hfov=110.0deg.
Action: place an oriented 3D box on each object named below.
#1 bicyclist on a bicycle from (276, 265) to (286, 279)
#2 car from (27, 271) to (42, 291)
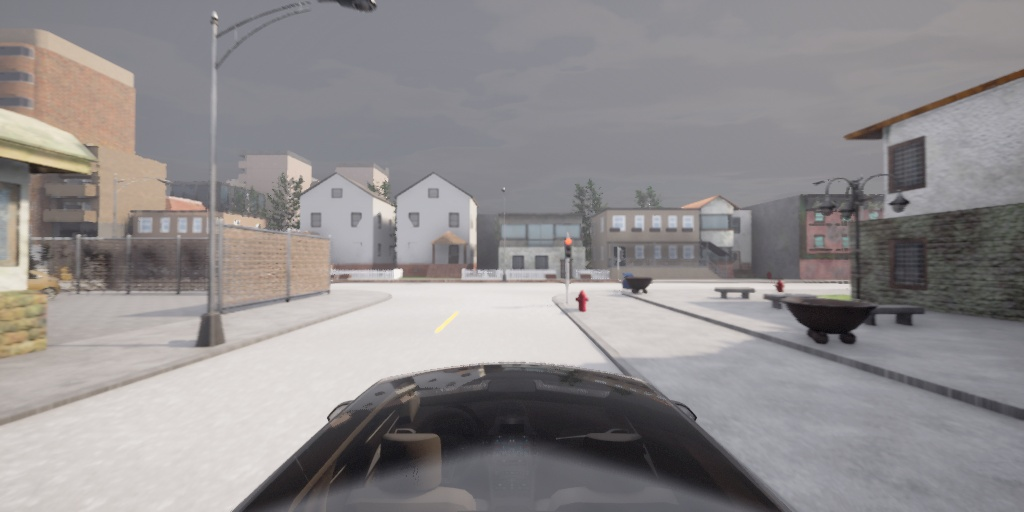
[{"bbox_3d":[-21.855,1.520,34.057,0.582,1.620,1.656,0,0,0],"label":"bicyclist on a bicycle"},{"bbox_3d":[-37.719,1.557,25.690,4.902,1.511,2.128,0,-1,0],"label":"car"}]
